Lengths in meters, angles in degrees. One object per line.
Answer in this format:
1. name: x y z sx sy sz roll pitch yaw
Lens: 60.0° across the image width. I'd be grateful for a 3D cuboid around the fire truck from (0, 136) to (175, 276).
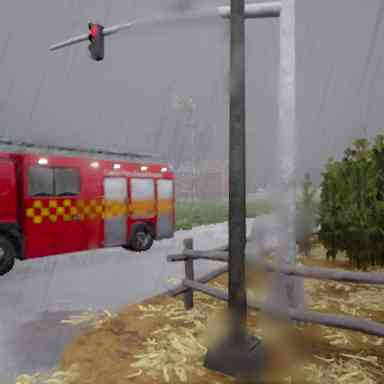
1. fire truck: -4.431 0.336 11.387 2.891 3.827 8.468 2 1 41
